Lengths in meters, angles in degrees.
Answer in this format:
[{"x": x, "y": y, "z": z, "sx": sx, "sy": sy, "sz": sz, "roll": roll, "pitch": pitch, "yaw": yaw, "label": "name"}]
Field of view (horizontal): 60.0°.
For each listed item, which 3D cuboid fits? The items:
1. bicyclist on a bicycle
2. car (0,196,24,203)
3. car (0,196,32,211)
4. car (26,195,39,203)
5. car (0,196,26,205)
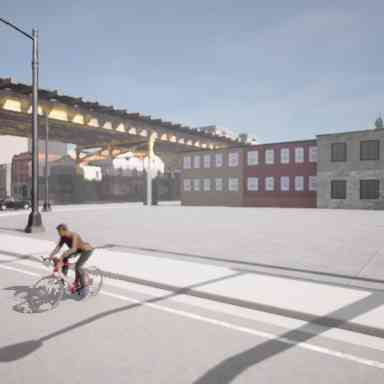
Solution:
[{"x": -2.430, "y": 1.431, "z": 6.603, "sx": 0.582, "sy": 1.620, "sz": 1.656, "roll": 0, "pitch": 0, "yaw": 35, "label": "bicyclist on a bicycle"}, {"x": -31.898, "y": 1.244, "z": 57.865, "sx": 4.536, "sy": 1.218, "sz": 1.853, "roll": 0, "pitch": 0, "yaw": 6, "label": "car"}, {"x": -21.707, "y": 1.456, "z": 39.867, "sx": 2.128, "sy": 1.511, "sz": 4.902, "roll": 0, "pitch": 0, "yaw": 24, "label": "car"}, {"x": -28.348, "y": 1.246, "z": 59.145, "sx": 1.853, "sy": 1.218, "sz": 4.536, "roll": 0, "pitch": 0, "yaw": -24, "label": "car"}, {"x": -31.847, "y": 1.401, "z": 57.859, "sx": 4.974, "sy": 1.542, "sz": 2.038, "roll": 0, "pitch": 0, "yaw": 6, "label": "car"}]
